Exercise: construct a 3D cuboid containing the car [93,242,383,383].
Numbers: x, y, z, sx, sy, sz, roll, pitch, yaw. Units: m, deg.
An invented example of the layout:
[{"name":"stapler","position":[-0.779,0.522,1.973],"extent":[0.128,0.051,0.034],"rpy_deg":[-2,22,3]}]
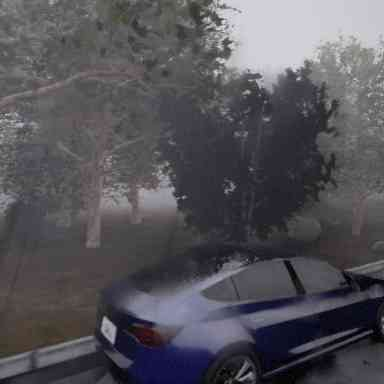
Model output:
[{"name":"car","position":[1.077,1.491,4.803],"extent":[4.792,1.488,2.163],"rpy_deg":[0,1,-33]}]
